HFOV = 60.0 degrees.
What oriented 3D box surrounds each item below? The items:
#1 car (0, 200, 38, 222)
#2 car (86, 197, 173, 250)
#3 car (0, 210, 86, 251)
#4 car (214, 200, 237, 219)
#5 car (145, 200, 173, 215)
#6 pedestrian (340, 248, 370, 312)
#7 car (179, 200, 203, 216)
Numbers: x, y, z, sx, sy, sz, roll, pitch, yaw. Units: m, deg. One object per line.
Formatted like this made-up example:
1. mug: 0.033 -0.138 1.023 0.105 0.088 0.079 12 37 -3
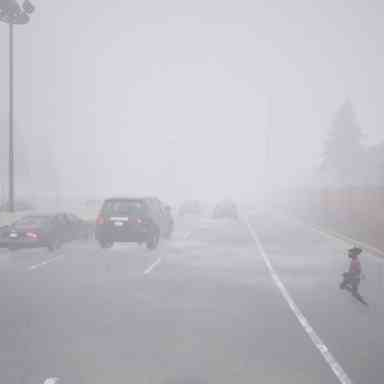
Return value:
1. car: -15.009 1.493 27.569 1.837 1.490 4.892 0 0 7
2. car: -2.286 1.215 14.478 2.150 2.045 5.566 0 0 7
3. car: -5.872 1.542 14.035 2.033 1.411 5.357 0 0 7
4. car: 2.925 1.589 28.513 1.895 1.301 4.718 0 0 7
5. car: -3.380 1.549 34.515 1.994 1.385 4.181 0 0 7
6. pedestrian: 3.126 1.291 6.355 0.375 1.860 0.375 0 0 4
7. car: -0.059 1.534 32.856 2.033 1.411 5.357 0 0 7
